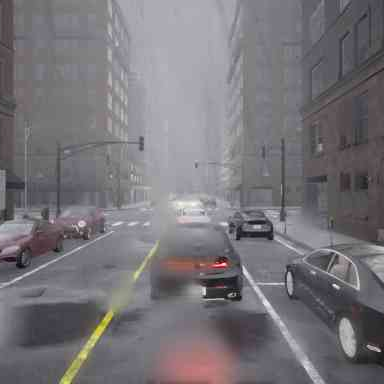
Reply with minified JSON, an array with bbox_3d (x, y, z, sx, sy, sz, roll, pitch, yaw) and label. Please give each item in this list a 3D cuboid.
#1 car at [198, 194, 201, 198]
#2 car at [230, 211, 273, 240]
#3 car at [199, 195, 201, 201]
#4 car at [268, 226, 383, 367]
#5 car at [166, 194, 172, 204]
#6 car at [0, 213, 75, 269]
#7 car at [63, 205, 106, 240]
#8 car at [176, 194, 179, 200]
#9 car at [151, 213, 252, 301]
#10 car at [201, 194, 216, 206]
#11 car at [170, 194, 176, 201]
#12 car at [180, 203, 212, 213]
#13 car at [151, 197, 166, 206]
[{"bbox_3d":[2.932,1.524,75.362,1.967,1.590,4.097,0,0,0],"label":"car"},{"bbox_3d":[2.856,1.566,16.636,1.947,1.339,4.313,0,0,0],"label":"car"},{"bbox_3d":[2.913,1.607,64.544,2.008,1.369,4.403,0,0,0],"label":"car"},{"bbox_3d":[2.856,1.550,5.634,2.008,1.369,4.403,0,0,0],"label":"car"},{"bbox_3d":[-5.612,1.607,64.557,2.008,1.369,4.403,0,0,0],"label":"car"},{"bbox_3d":[-5.670,1.582,11.136,1.802,1.307,4.206,0,0,0],"label":"car"},{"bbox_3d":[-5.669,1.441,16.637,1.967,1.590,4.097,0,0,0],"label":"car"},{"bbox_3d":[-5.563,1.457,91.600,2.192,1.841,5.009,0,0,0],"label":"car"},{"bbox_3d":[0.098,1.505,8.301,1.837,1.490,4.892,0,0,0],"label":"car"},{"bbox_3d":[2.892,1.476,53.727,1.967,1.590,4.097,0,0,0],"label":"car"},{"bbox_3d":[-5.583,1.626,80.613,1.752,1.417,4.829,0,0,0],"label":"car"},{"bbox_3d":[0.083,1.526,17.449,1.812,1.442,4.674,0,0,-1],"label":"car"},{"bbox_3d":[-5.632,1.618,53.740,1.802,1.307,4.206,0,0,0],"label":"car"}]
